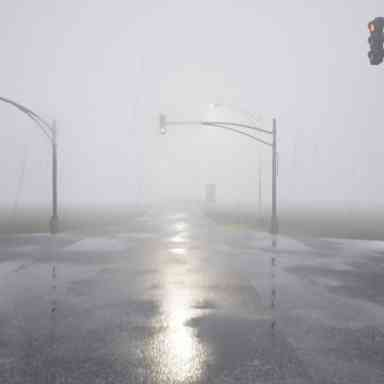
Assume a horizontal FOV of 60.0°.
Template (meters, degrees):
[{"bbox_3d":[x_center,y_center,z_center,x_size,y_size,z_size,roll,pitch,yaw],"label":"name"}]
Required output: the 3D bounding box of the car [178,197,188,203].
[{"bbox_3d":[-2.010,1.647,71.440,1.895,1.301,4.718,0,0,-4],"label":"car"}]

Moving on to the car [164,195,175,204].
[{"bbox_3d":[-4.413,1.477,65.469,2.097,1.767,4.553,0,0,-3],"label":"car"}]

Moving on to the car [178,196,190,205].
[{"bbox_3d":[-1.438,1.463,61.365,2.097,1.767,4.553,0,0,-3],"label":"car"}]
